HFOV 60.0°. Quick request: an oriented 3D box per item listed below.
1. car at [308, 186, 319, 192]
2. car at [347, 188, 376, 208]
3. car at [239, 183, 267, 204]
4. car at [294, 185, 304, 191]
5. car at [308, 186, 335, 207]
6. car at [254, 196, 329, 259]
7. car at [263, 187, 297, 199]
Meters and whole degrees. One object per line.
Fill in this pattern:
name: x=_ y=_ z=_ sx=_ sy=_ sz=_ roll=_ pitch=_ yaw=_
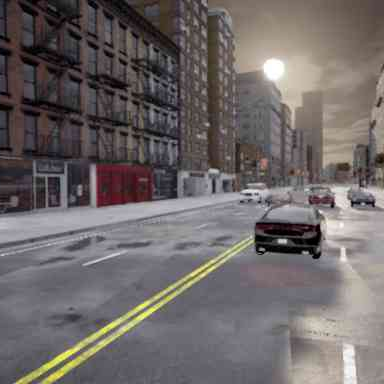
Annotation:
car: x=24.973 y=-0.643 z=68.155 sx=1.895 sy=1.301 sz=4.718 roll=0 pitch=2 yaw=24
car: x=14.923 y=0.613 z=29.285 sx=1.895 sy=1.301 sz=4.718 roll=0 pitch=2 yaw=24
car: x=6.576 y=0.127 z=34.873 sx=2.150 sy=2.045 sz=5.566 roll=0 pitch=2 yaw=24
car: x=23.394 y=-0.892 z=72.616 sx=1.994 sy=1.385 sz=4.181 roll=0 pitch=2 yaw=24
car: x=11.724 y=0.367 z=29.956 sx=2.097 sy=1.767 sz=4.553 roll=0 pitch=2 yaw=24
car: x=3.463 y=1.112 z=11.302 sx=1.882 sy=1.535 sz=5.008 roll=0 pitch=2 yaw=24
car: x=8.144 y=0.554 z=30.389 sx=1.812 sy=1.442 sz=4.674 roll=0 pitch=2 yaw=24
